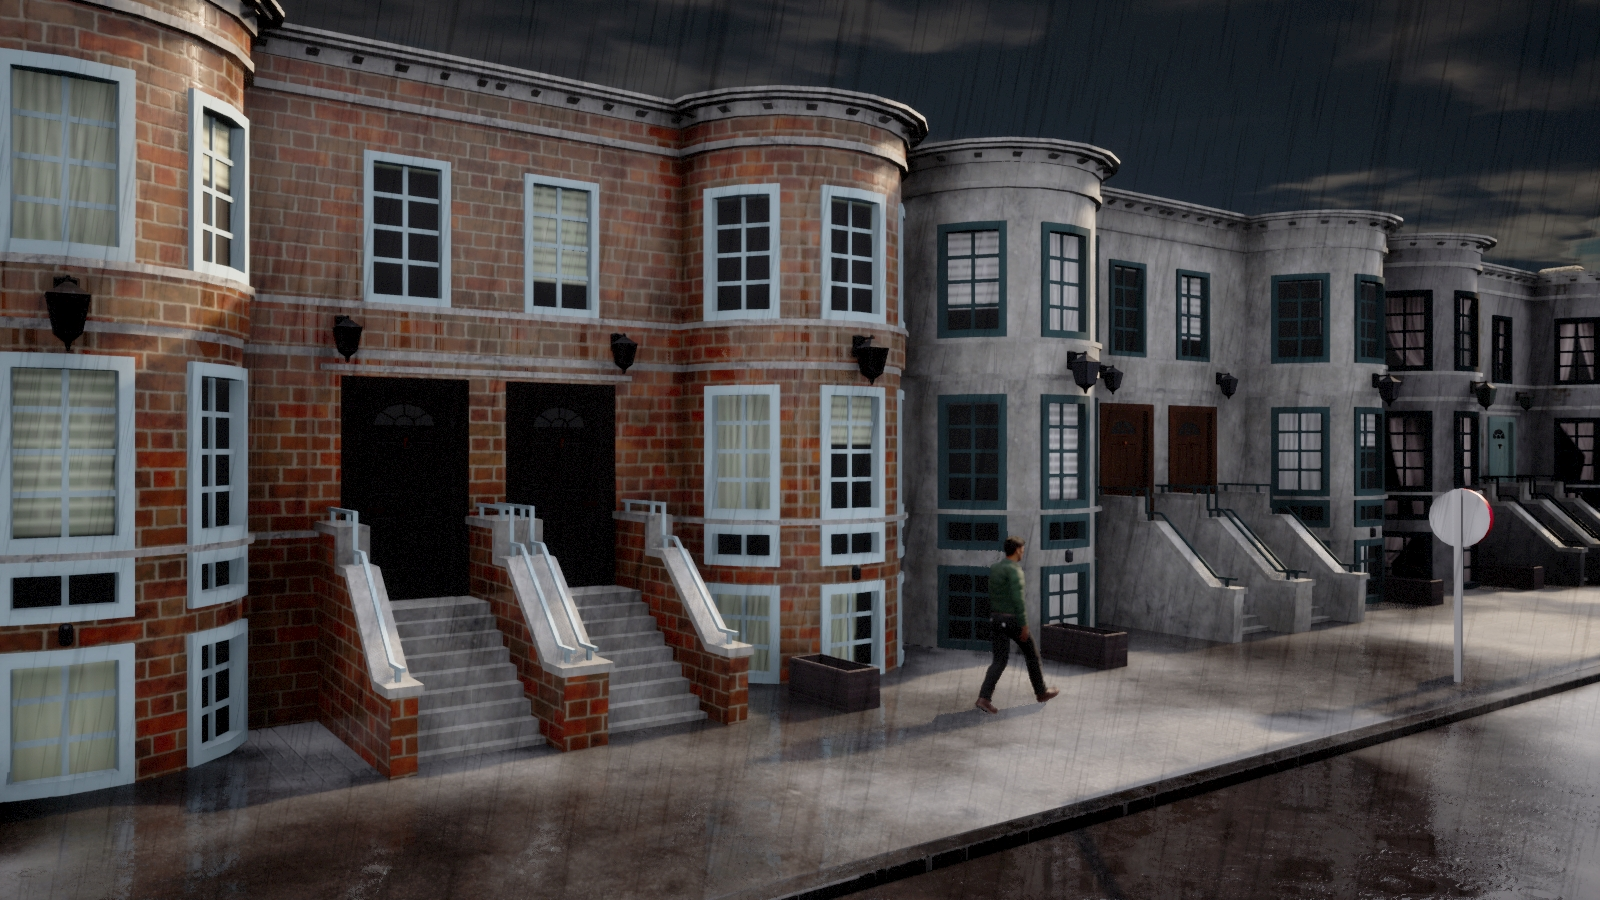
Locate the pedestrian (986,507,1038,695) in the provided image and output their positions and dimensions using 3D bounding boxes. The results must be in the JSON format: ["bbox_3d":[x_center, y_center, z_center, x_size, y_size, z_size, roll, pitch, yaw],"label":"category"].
[{"bbox_3d":[2.169,1.524,11.705,0.375,1.860,0.375,0,0,-27],"label":"pedestrian"}]
